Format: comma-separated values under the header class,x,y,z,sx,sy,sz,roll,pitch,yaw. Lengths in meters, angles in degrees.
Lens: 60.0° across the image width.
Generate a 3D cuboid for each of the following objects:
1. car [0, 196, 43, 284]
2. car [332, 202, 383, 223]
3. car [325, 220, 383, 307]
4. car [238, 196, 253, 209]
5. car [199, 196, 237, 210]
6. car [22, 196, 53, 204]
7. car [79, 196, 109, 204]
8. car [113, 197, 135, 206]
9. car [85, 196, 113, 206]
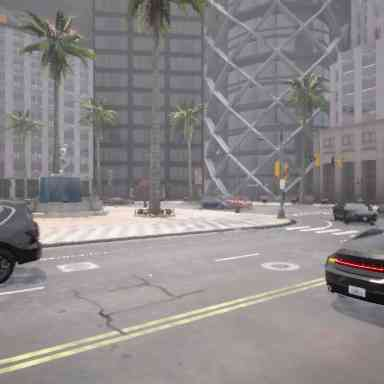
class,x,y,z,sx,sy,sz,roll,pitch,yaw
car,-6.574,1.221,7.888,5.566,2.045,2.150,0,0,-35
car,11.582,1.478,23.949,1.882,1.535,5.008,1,0,9
car,4.893,1.505,7.279,4.892,1.490,1.837,0,0,-35
car,5.910,1.352,44.220,2.097,1.767,4.553,0,0,-43
car,3.100,1.352,42.176,2.097,1.767,4.553,0,0,-44
car,-28.454,1.492,61.334,4.902,1.511,2.128,0,0,-10
car,-18.294,1.478,62.134,5.008,1.535,1.882,0,0,2
car,-11.698,1.526,54.407,4.674,1.442,1.812,0,0,10
car,-15.315,1.477,51.476,5.008,1.535,1.882,0,0,6
